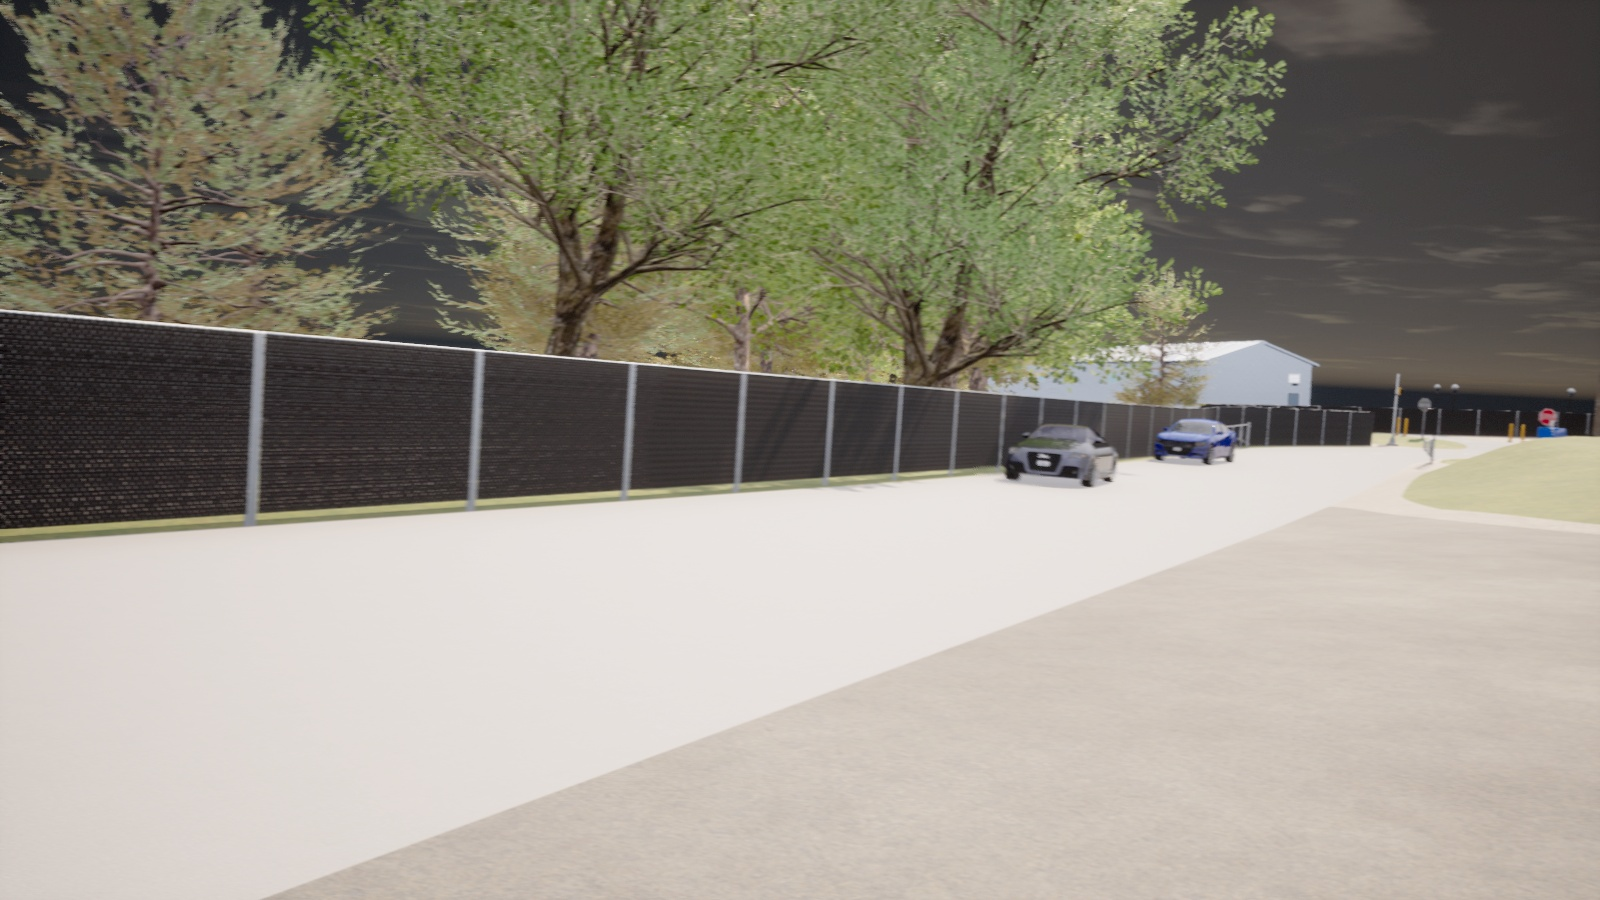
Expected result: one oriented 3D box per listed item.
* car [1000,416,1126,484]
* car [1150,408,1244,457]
[{"bbox_3d":[6.369,-0.063,30.022,1.994,1.385,4.181,4,3,25],"label":"car"},{"bbox_3d":[14.082,-0.667,44.357,1.882,1.535,5.008,4,4,32],"label":"car"}]
